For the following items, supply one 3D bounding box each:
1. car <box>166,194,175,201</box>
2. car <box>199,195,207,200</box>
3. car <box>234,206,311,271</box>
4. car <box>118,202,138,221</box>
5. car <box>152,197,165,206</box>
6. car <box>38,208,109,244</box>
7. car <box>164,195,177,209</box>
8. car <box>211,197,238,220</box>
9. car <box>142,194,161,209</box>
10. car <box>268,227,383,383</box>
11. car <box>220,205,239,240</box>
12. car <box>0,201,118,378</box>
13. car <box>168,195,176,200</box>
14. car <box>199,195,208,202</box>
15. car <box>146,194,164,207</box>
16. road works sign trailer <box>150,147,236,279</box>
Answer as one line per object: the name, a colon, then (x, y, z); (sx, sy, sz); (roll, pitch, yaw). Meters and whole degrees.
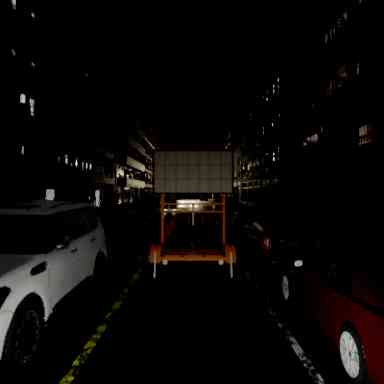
car: (-5.503, 1.405, 84.152); (1.967, 1.590, 4.097); (0, 0, 0)
car: (2.890, 1.506, 89.766); (1.887, 1.381, 4.507); (0, 0, 0)
car: (2.716, 1.439, 10.858); (1.967, 1.590, 4.097); (0, 0, 0)
car: (-5.628, 1.520, 27.618); (1.752, 1.417, 4.829); (0, 0, 0)
car: (-5.566, 1.564, 55.971); (1.802, 1.307, 4.206); (0, 0, 0)
car: (-5.653, 1.563, 16.515); (1.947, 1.339, 4.313); (0, 0, 0)
car: (-3.000, 1.534, 45.470); (2.033, 1.411, 5.357); (0, 0, 0)
car: (2.754, 1.309, 27.766); (2.192, 1.841, 5.009); (0, 0, 0)
car: (-5.591, 1.427, 44.698); (1.967, 1.590, 4.097); (0, 0, 0)
car: (2.703, 1.544, 5.221); (1.887, 1.381, 4.507); (0, 0, 0)
car: (2.728, 1.548, 16.493); (2.008, 1.369, 4.403); (0, 0, 0)
car: (-3.087, 1.221, 5.893); (2.150, 2.045, 5.566); (0, 0, 0)
car: (-5.491, 1.506, 89.789); (1.887, 1.381, 4.507); (0, 0, 0)
car: (2.865, 1.494, 78.664); (1.752, 1.417, 4.829); (0, 0, 0)
car: (-5.577, 1.299, 50.335); (2.192, 1.841, 5.009); (0, 0, 0)
road works sign trailer: (0.037, 0.463, 10.012); (2.380, 3.560, 2.880); (0, 0, 0)
